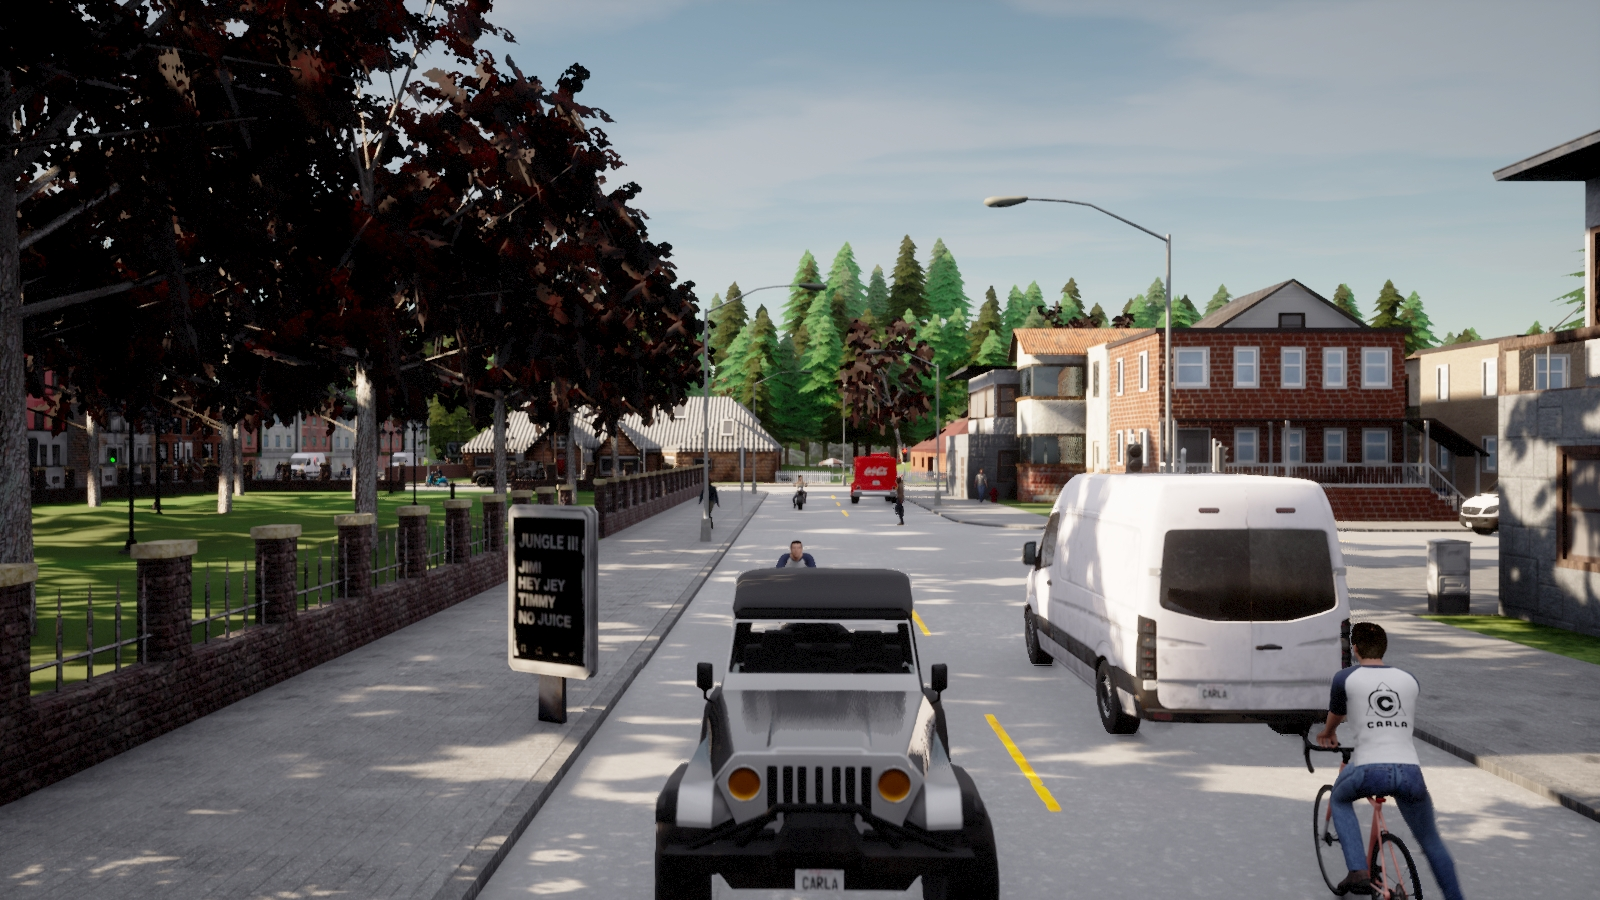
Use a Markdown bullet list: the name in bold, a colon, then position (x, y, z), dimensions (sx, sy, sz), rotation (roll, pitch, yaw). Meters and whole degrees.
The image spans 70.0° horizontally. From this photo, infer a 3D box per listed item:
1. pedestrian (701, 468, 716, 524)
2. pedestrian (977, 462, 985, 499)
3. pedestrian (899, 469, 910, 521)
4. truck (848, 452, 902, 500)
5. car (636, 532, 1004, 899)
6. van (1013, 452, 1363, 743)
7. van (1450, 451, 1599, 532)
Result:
- **pedestrian**: position (-3.051, 1.540, 38.178), dimensions (0.375, 1.860, 0.375), rotation (0, 0, 15)
- **pedestrian**: position (9.200, 1.547, 58.015), dimensions (0.375, 1.860, 0.375), rotation (0, 0, 2)
- **pedestrian**: position (3.822, 1.645, 41.896), dimensions (0.375, 1.860, 0.375), rotation (0, 0, 3)
- **truck**: position (3.969, 1.372, 61.570), dimensions (2.627, 2.467, 5.204), rotation (0, 0, 1)
- **car**: position (0.157, 1.641, 7.857), dimensions (1.905, 1.878, 3.866), rotation (0, 0, 2)
- **van**: position (3.999, 1.321, 13.107), dimensions (1.988, 2.561, 5.915), rotation (0, 0, 0)
- **van**: position (24.712, 1.329, 37.232), dimensions (5.915, 2.561, 1.988), rotation (0, 0, 0)
